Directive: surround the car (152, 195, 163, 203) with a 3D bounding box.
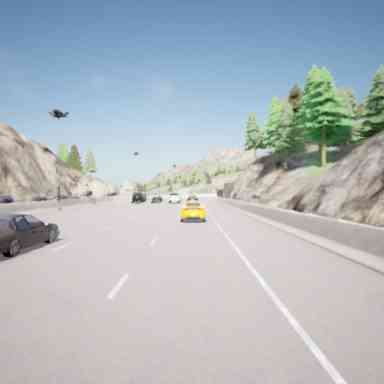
[{"bbox_3d":[-6.816,1.411,66.002,2.128,1.511,4.902,0,0,2],"label":"car"}]

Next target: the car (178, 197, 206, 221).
[{"bbox_3d":[0.097,1.445,26.672,1.882,1.535,5.008,0,0,0],"label":"car"}]

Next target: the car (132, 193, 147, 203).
[{"bbox_3d":[-10.347,1.141,65.672,2.150,2.045,5.566,0,0,1],"label":"car"}]

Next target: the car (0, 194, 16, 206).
[{"bbox_3d":[-31.522,1.275,55.335,2.097,1.767,4.553,0,0,0],"label":"car"}]

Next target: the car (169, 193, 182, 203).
[{"bbox_3d":[-3.334,1.139,66.405,2.150,2.045,5.566,0,0,1],"label":"car"}]

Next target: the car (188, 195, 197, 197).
[{"bbox_3d":[0.090,1.285,54.197,2.097,1.767,4.553,0,0,0],"label":"car"}]

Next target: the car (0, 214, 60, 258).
[{"bbox_3d":[-6.920,1.532,12.664,2.033,1.411,5.357,0,0,0],"label":"car"}]
